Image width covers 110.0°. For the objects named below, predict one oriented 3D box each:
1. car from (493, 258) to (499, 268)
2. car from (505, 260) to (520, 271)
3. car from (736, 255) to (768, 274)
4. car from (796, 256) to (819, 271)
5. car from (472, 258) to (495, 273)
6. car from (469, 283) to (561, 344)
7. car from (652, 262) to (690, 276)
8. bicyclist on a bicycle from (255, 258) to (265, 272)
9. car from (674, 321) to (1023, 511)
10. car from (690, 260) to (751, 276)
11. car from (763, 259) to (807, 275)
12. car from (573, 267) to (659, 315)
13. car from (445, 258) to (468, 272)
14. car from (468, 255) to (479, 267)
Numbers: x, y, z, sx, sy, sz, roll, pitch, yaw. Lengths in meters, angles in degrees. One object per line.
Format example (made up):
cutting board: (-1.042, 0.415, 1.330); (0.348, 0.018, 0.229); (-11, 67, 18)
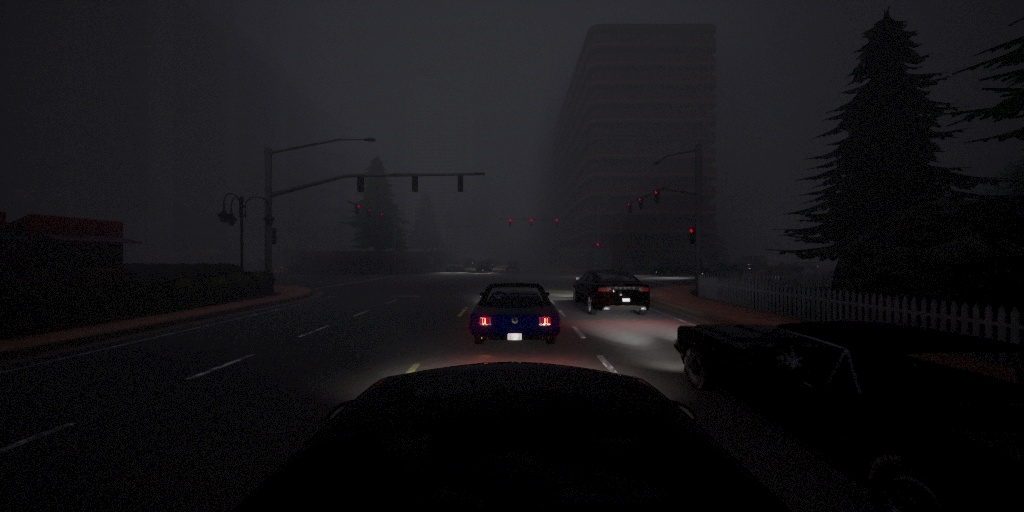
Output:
car: (-3.599, 1.252, 58.821); (1.837, 1.490, 4.892); (0, 1, 0)
car: (0.087, 1.298, 49.876); (2.033, 1.411, 5.357); (0, 0, 0)
car: (27.377, 0.918, 41.112); (5.566, 2.045, 2.150); (0, 0, -33)
car: (40.511, 0.919, 49.451); (2.150, 2.045, 5.566); (0, 0, 33)
car: (-3.496, 1.298, 44.297); (2.033, 1.411, 5.357); (0, 0, -3)
car: (0.072, 1.351, 9.500); (1.895, 1.301, 4.718); (0, 0, 0)
car: (16.580, 1.295, 36.488); (4.718, 1.301, 1.895); (0, 0, -14)
bicyclist on a bicycle: (-27.897, 0.996, 39.744); (0.582, 1.620, 1.656); (0, 0, 0)
car: (3.600, 1.351, 3.788); (1.895, 1.301, 4.718); (0, 0, 0)
car: (19.562, 1.295, 33.639); (4.718, 1.301, 1.895); (0, 0, -18)
car: (29.003, 1.295, 38.053); (4.718, 1.301, 1.895); (0, 0, -33)
car: (3.584, 1.228, 13.706); (1.882, 1.535, 5.008); (0, 0, 0)
car: (-7.117, 1.276, 45.114); (1.812, 1.442, 4.674); (0, 0, 0)
car: (-7.097, 1.102, 59.274); (2.097, 1.767, 4.553); (0, 0, 0)
